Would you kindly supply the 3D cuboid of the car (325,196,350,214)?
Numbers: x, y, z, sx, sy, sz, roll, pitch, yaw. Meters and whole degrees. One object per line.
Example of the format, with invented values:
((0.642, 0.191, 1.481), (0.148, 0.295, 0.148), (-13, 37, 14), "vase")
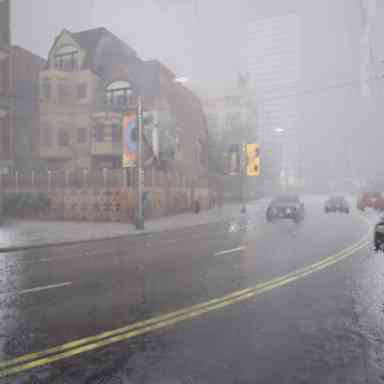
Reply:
((14.421, 1.212, 33.160), (2.097, 1.767, 4.553), (0, 0, 21), "car")

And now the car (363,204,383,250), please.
((8.480, 1.418, 13.119), (2.128, 1.511, 4.902), (0, 0, 37), "car")

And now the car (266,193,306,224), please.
((7.065, 1.144, 24.599), (2.150, 2.045, 5.566), (0, 0, 25), "car")

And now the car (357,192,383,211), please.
((19.736, 1.035, 36.947), (2.150, 2.045, 5.566), (0, -1, 21), "car")
